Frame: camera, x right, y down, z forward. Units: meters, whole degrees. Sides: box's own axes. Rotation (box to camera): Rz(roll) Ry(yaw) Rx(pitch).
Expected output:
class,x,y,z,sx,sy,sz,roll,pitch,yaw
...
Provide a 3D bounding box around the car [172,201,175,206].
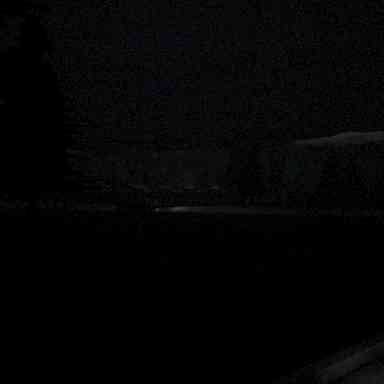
class,x,y,z,sx,sy,sz,roll,pitch,yaw
car,-5.129,1.667,54.344,4.902,1.511,2.128,0,0,13

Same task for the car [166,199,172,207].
class,x,y,z,sx,sy,sz,roll,pitch,yaw
car,-5.923,1.683,50.935,4.674,1.442,1.812,0,0,13

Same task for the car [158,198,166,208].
class,x,y,z,sx,sy,sz,roll,pitch,yaw
car,-6.717,1.616,47.526,5.008,1.535,1.882,0,0,13

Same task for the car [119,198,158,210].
class,x,y,z,sx,sy,sz,roll,pitch,yaw
car,-7.511,1.610,44.118,4.902,1.511,2.128,0,0,13
